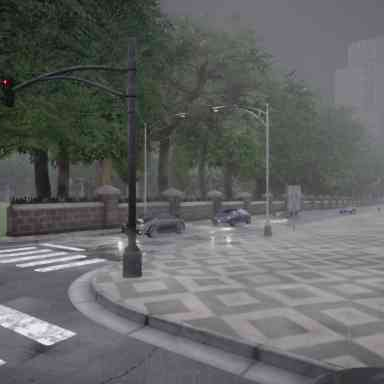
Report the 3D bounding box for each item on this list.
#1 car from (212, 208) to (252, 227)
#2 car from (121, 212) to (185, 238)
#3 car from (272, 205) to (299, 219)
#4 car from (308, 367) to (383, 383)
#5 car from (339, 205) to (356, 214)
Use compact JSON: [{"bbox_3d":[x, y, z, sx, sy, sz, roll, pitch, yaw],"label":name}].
[{"bbox_3d":[3.497,2.071,28.272,1.812,1.442,4.674,0,-1,35],"label":"car"},{"bbox_3d":[-2.246,1.904,20.102,1.994,1.385,4.181,0,-1,36],"label":"car"},{"bbox_3d":[10.937,2.305,38.810,2.128,1.511,4.902,0,-1,36],"label":"car"},{"bbox_3d":[2.475,1.551,1.202,4.403,1.369,2.008,0,0,35],"label":"car"},{"bbox_3d":[24.874,2.781,53.085,2.033,1.411,5.357,0,-1,34],"label":"car"}]
